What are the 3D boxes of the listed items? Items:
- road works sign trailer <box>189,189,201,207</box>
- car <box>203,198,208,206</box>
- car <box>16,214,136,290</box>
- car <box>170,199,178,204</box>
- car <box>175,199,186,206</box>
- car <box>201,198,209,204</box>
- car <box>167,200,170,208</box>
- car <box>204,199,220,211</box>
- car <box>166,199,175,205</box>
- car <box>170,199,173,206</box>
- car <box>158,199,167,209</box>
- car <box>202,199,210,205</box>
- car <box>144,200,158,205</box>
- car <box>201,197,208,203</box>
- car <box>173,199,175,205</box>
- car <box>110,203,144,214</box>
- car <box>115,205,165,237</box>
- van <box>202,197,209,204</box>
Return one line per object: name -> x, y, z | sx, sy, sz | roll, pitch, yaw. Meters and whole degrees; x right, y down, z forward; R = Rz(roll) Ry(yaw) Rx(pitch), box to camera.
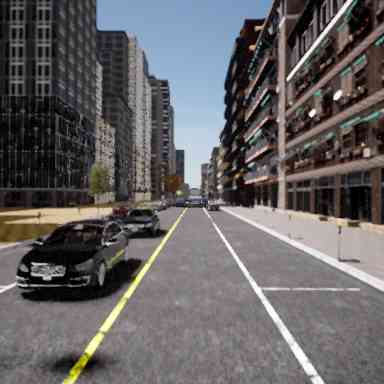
road works sign trailer -> 0.630, 1.136, 65.092 | 2.380, 3.560, 2.880 | 0, -1, 1
car -> 3.214, 2.124, 54.788 | 2.008, 1.369, 4.403 | 0, -1, 1
car -> -3.024, 1.585, 9.435 | 1.837, 1.490, 4.892 | 0, -1, 1
car -> -4.838, 2.485, 88.064 | 1.802, 1.307, 4.206 | 0, -1, 1
car -> -2.323, 2.230, 70.328 | 2.033, 1.411, 5.357 | 0, -1, 1
car -> 3.597, 2.443, 93.513 | 1.967, 1.590, 4.097 | 0, -1, 1
car -> -5.166, 1.977, 54.873 | 1.967, 1.590, 4.097 | 0, -1, 1
car -> 3.159, 2.066, 49.256 | 2.008, 1.369, 4.403 | 0, -1, 1
car -> -4.949, 2.301, 76.830 | 1.752, 1.417, 4.829 | 0, -1, 1
car -> -5.112, 2.147, 60.403 | 2.008, 1.369, 4.403 | 0, -1, 1
car -> -5.221, 2.029, 49.340 | 2.008, 1.369, 4.403 | 0, -1, 1
car -> 3.487, 2.459, 82.448 | 1.802, 1.307, 4.206 | 0, -1, 1
car -> -5.332, 1.885, 38.106 | 1.752, 1.417, 4.829 | 0, -1, 1
car -> 3.378, 2.193, 71.385 | 1.967, 1.590, 4.097 | 0, -1, 1
car -> -5.057, 2.200, 65.935 | 1.887, 1.381, 4.507 | 0, -1, 1
car -> -5.440, 1.687, 27.212 | 1.967, 1.590, 4.097 | 0, -1, 1
car -> -2.920, 1.707, 19.597 | 1.812, 1.442, 4.674 | 0, -1, 1
van -> 3.542, 2.281, 87.982 | 1.690, 1.788, 3.998 | 0, -1, 1
